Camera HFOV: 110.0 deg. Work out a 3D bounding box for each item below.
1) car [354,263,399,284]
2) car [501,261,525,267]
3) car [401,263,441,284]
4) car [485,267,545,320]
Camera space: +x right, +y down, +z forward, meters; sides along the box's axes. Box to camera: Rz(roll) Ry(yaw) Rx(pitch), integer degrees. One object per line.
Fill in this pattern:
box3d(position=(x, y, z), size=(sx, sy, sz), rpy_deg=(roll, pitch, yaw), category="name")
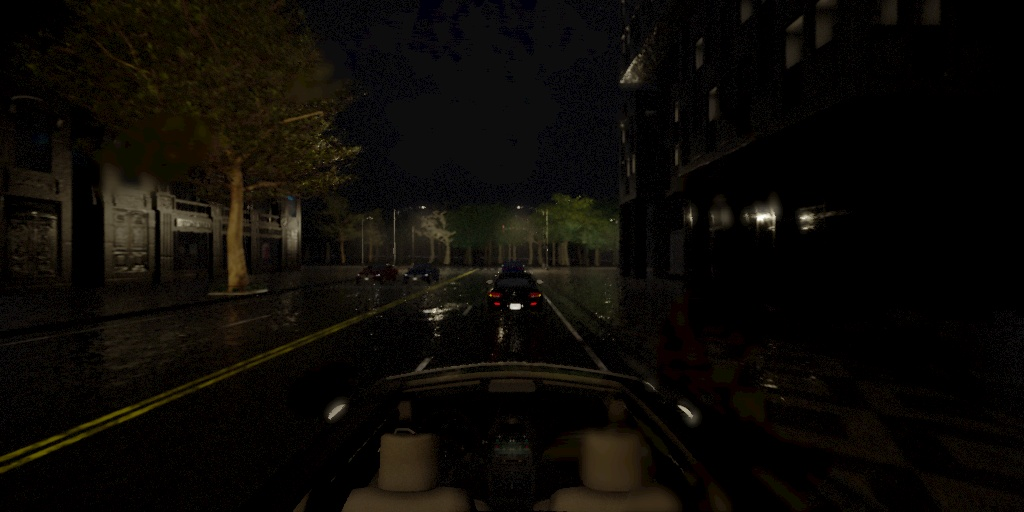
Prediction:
box3d(position=(-9.761, 1.266, 26.394), size=(1.812, 1.442, 4.674), rpy_deg=(0, 0, 0), category="car")
box3d(position=(0.100, 1.185, 31.368), size=(1.882, 1.535, 5.008), rpy_deg=(0, 0, 0), category="car")
box3d(position=(-6.511, 1.266, 26.396), size=(1.812, 1.442, 4.674), rpy_deg=(0, 0, 0), category="car")
box3d(position=(0.096, 1.268, 12.497), size=(1.812, 1.442, 4.674), rpy_deg=(0, 0, 0), category="car")
